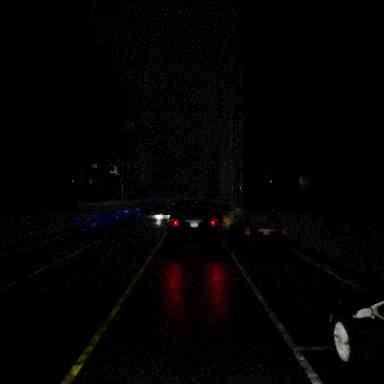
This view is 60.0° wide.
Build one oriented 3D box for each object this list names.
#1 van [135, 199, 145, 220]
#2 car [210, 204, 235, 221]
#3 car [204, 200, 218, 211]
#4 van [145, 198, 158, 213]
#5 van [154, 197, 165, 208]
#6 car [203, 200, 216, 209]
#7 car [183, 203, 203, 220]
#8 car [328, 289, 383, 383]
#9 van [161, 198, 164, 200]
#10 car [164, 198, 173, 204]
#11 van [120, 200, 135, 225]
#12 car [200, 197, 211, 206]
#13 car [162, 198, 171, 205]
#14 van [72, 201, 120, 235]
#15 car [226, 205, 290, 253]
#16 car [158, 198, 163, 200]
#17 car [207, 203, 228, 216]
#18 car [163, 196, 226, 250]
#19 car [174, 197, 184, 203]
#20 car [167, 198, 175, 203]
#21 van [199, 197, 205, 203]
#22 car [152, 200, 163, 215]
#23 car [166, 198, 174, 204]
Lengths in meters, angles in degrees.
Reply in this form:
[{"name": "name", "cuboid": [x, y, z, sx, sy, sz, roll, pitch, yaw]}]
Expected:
[{"name": "van", "cuboid": [-5.767, 1.610, 31.115, 1.690, 1.788, 3.998, 0, -1, 0]}, {"name": "car", "cuboid": [2.758, 1.835, 31.122, 1.947, 1.339, 4.313, 0, -1, 0]}, {"name": "car", "cuboid": [2.756, 1.946, 48.148, 1.752, 1.417, 4.829, 0, -1, 0]}, {"name": "van", "cuboid": [-5.768, 1.710, 42.351, 1.690, 1.788, 3.998, 0, -1, 0]}, {"name": "van", "cuboid": [-5.771, 1.862, 59.206, 1.690, 1.788, 3.998, 0, -1, 0]}, {"name": "car", "cuboid": [2.755, 2.036, 53.596, 1.947, 1.339, 4.313, 0, -1, 0]}, {"name": "car", "cuboid": [0.089, 1.806, 32.412, 1.812, 1.442, 4.674, 0, 0, 0]}, {"name": "car", "cuboid": [2.763, 1.578, 3.029, 2.008, 1.369, 4.403, 0, 0, 0]}, {"name": "van", "cuboid": [-5.770, 1.811, 53.587, 1.690, 1.788, 3.998, 0, -1, 0]}, {"name": "car", "cuboid": [-5.776, 2.282, 81.682, 2.008, 1.369, 4.403, 0, -1, 0]}, {"name": "van", "cuboid": [-5.766, 1.561, 25.497, 1.690, 1.788, 3.998, 0, 0, 0]}, {"name": "car", "cuboid": [2.752, 1.940, 70.454, 2.192, 1.841, 5.009, 0, -1, 0]}, {"name": "car", "cuboid": [-5.774, 2.201, 75.888, 1.752, 1.417, 4.829, 0, -1, 0]}, {"name": "van", "cuboid": [-5.765, 1.512, 19.879, 1.690, 1.788, 3.998, 0, 0, 0]}, {"name": "car", "cuboid": [2.761, 1.563, 14.267, 1.967, 1.590, 4.097, 0, 0, 0]}, {"name": "car", "cuboid": [-5.769, 1.964, 47.968, 1.887, 1.381, 4.507, 0, -1, 0]}, {"name": "car", "cuboid": [2.757, 1.885, 36.740, 1.947, 1.339, 4.313, 0, -1, 0]}, {"name": "car", "cuboid": [0.091, 1.352, 15.184, 2.150, 2.045, 5.566, 0, 0, 0]}, {"name": "car", "cuboid": [-3.013, 1.846, 79.024, 2.128, 1.511, 4.902, 0, -1, 0]}, {"name": "car", "cuboid": [-5.777, 2.384, 92.913, 1.887, 1.381, 4.507, 0, -1, 0]}, {"name": "van", "cuboid": [2.748, 2.180, 92.927, 1.690, 1.788, 3.998, 0, -1, 0]}, {"name": "car", "cuboid": [-3.100, 1.897, 38.313, 1.994, 1.385, 4.181, 0, -1, 0]}, {"name": "car", "cuboid": [-5.776, 2.330, 87.295, 1.887, 1.381, 4.507, 0, -1, 0]}]
